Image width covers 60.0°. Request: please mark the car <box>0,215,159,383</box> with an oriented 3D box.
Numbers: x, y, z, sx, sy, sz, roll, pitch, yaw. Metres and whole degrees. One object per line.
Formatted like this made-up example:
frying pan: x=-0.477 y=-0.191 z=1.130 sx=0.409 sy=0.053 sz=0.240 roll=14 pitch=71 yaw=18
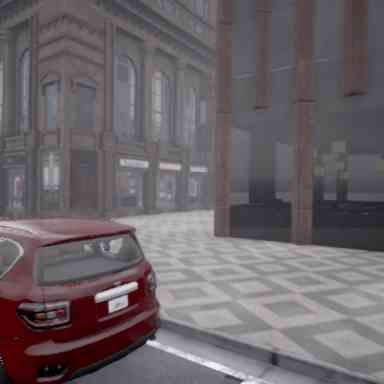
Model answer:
car: x=-2.749 y=1.289 z=5.026 sx=5.009 sy=1.841 sz=2.192 roll=0 pitch=1 yaw=36
